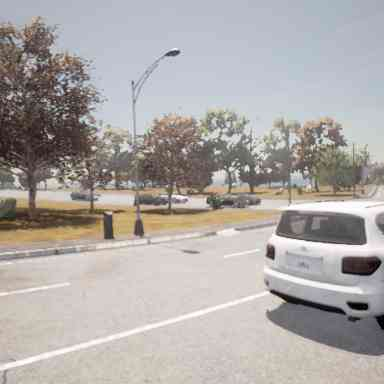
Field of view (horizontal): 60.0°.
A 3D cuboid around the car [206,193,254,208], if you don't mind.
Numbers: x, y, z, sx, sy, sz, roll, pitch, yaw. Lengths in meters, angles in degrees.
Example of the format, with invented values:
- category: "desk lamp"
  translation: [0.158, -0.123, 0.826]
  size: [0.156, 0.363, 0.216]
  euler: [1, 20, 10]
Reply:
- category: "car"
  translation: [3.848, 0.944, 36.647]
  size: [4.902, 1.511, 2.128]
  euler: [0, 2, 33]

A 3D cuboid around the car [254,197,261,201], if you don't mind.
- category: "car"
  translation: [6.028, 0.864, 39.403]
  size: [4.181, 1.385, 1.994]
  euler: [0, 2, 33]

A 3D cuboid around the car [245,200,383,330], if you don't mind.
- category: "car"
  translation: [3.858, 1.203, 6.998]
  size: [5.566, 2.045, 2.150]
  euler: [-1, 0, -39]

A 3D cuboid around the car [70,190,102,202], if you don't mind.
- category: "car"
  translation: [-16.012, 0.554, 49.563]
  size: [4.902, 1.511, 2.128]
  euler: [3, 4, 33]

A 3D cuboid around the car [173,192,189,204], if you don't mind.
- category: "car"
  translation: [-2.612, 0.776, 45.018]
  size: [4.674, 1.442, 1.812]
  euler: [1, 3, 33]

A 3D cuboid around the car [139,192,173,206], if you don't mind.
- category: "car"
  translation: [-5.178, 0.915, 42.517]
  size: [4.674, 1.442, 1.812]
  euler: [1, 3, 33]

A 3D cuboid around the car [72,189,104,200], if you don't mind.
- category: "car"
  translation: [-17.115, 0.342, 54.473]
  size: [5.357, 1.411, 2.033]
  euler: [2, 4, 33]
